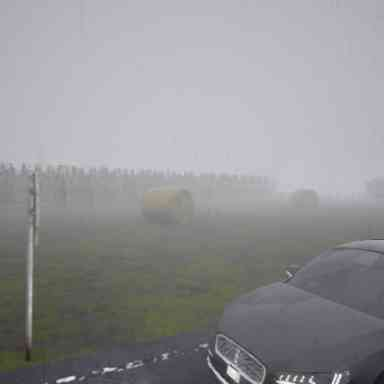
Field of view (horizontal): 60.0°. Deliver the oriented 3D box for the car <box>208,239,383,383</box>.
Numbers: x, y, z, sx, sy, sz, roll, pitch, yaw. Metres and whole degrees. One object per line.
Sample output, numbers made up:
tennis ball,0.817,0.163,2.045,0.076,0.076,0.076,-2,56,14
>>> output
car,2.522,1.438,4.222,4.892,1.490,1.837,0,2,-28
